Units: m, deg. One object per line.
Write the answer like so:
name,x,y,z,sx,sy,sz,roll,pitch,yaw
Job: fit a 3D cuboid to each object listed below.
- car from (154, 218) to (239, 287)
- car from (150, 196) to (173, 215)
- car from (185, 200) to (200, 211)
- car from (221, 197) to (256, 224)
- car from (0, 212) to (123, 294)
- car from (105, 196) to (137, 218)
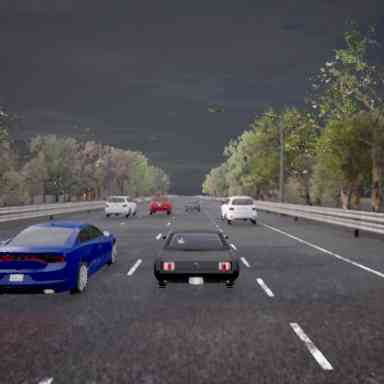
car,0.104,1.653,9.454,1.895,1.301,4.718,0,0,0
car,-3.397,1.450,37.271,2.150,2.045,5.566,0,0,0
car,0.101,1.763,44.472,2.128,1.511,4.902,0,0,0
car,3.600,1.380,26.241,2.150,2.045,5.566,0,0,-1
car,-3.399,1.527,8.931,1.882,1.535,5.008,0,0,0
car,-6.900,1.421,32.764,2.150,2.045,5.566,0,0,0
